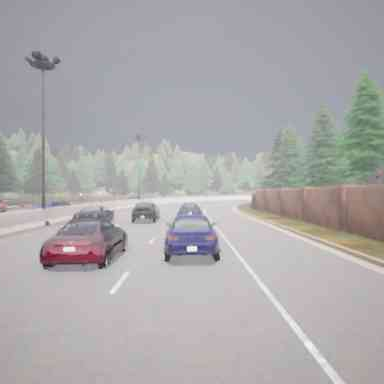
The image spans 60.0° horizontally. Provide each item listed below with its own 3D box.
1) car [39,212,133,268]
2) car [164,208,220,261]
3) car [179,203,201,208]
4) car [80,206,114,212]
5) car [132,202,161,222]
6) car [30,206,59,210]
[{"bbox_3d":[-3.513,1.605,11.488,1.994,1.385,4.181,0,0,0],"label":"car"},{"bbox_3d":[-0.025,1.548,12.325,1.812,1.442,4.674,0,0,-1],"label":"car"},{"bbox_3d":[-0.162,1.613,27.271,1.994,1.385,4.181,0,0,0],"label":"car"},{"bbox_3d":[-7.144,1.687,24.806,1.895,1.301,4.718,0,0,0],"label":"car"},{"bbox_3d":[-3.658,1.573,26.778,1.837,1.490,4.892,0,0,0],"label":"car"},{"bbox_3d":[-14.351,1.619,32.698,1.882,1.535,5.008,0,0,0],"label":"car"}]
